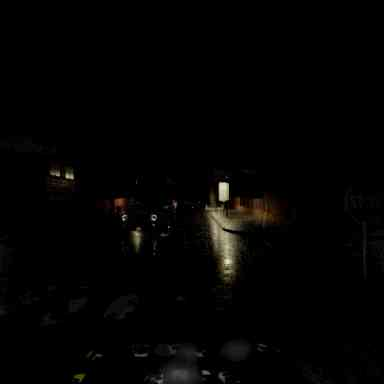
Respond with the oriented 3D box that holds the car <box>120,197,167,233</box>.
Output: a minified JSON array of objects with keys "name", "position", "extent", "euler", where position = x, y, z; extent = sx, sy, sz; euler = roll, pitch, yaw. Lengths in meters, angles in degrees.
[{"name":"car","position":[-2.859,1.387,19.934],"extent":[2.097,1.767,4.553],"euler":[0,0,0]}]

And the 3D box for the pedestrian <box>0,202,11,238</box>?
[{"name":"pedestrian","position":[-9.679,1.409,17.025],"extent":[0.375,1.860,0.375],"euler":[0,-1,1]}]

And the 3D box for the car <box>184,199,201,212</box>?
[{"name":"car","position":[0.068,1.624,40.969],"extent":[1.882,1.535,5.008],"euler":[0,0,0]}]

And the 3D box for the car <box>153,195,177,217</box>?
[{"name":"car","position":[-2.873,1.307,32.087],"extent":[2.150,2.045,5.566],"euler":[0,0,0]}]
